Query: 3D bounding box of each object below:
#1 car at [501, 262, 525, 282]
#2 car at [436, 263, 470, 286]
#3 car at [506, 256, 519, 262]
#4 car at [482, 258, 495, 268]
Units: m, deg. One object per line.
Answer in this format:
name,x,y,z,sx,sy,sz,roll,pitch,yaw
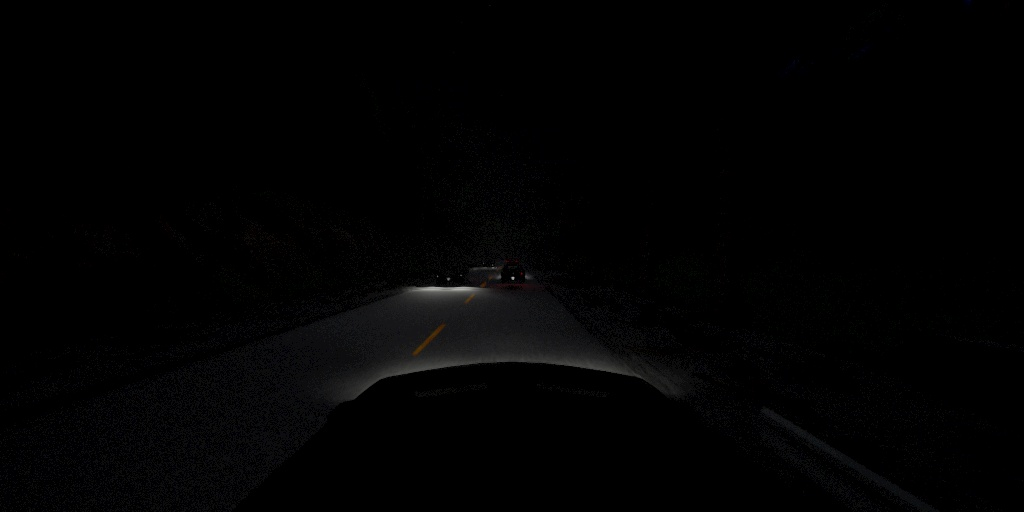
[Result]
car,0.075,1.364,29.181,1.895,1.301,4.718,0,0,0
car,-4.105,1.268,25.587,1.837,1.490,4.892,0,-1,0
car,0.068,1.001,61.810,2.150,2.045,5.566,0,0,0
car,-4.038,1.133,63.077,2.097,1.767,4.553,0,-1,0
